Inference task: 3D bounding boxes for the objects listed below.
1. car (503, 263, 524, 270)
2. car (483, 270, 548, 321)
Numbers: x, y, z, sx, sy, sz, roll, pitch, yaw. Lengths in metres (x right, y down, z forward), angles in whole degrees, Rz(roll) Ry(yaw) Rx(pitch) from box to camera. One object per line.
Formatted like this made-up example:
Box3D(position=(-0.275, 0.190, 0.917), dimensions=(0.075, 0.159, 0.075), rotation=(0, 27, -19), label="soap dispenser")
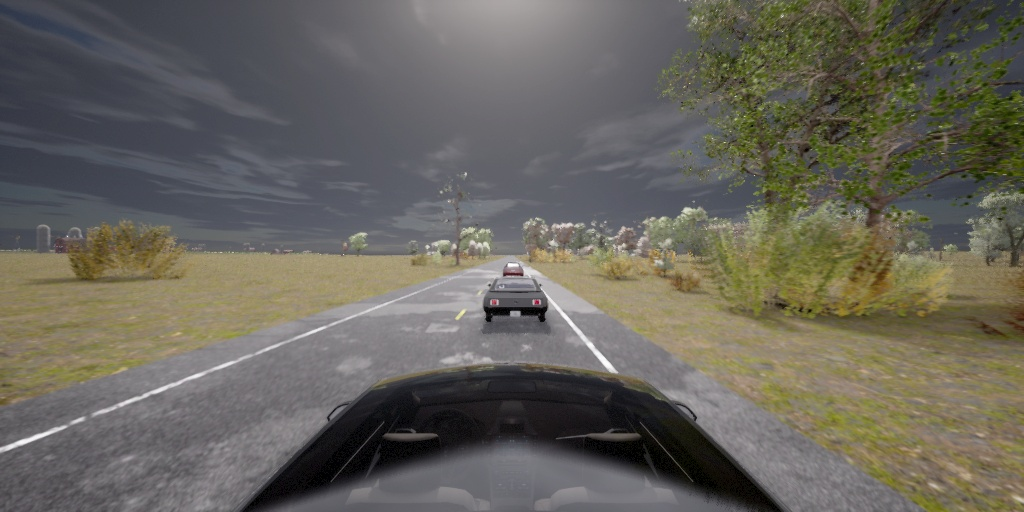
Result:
Box3D(position=(0.112, 1.313, 34.798), dimensions=(1.994, 1.385, 4.181), rotation=(0, 0, 0), label="car")
Box3D(position=(0.104, 1.351, 12.420), dimensions=(1.895, 1.301, 4.718), rotation=(0, 0, 0), label="car")
